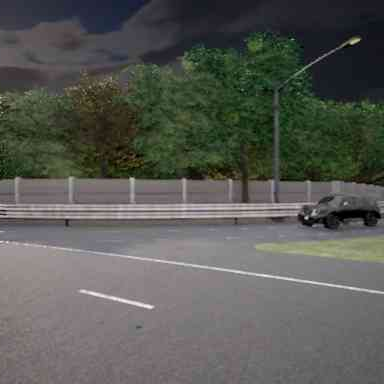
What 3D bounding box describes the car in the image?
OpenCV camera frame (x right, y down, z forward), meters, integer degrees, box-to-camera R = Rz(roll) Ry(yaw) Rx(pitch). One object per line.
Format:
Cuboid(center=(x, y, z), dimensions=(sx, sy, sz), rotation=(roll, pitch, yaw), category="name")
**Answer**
Cuboid(center=(9.237, 1.169, 20.751), dimensions=(5.566, 2.045, 2.150), rotation=(0, 0, -25), category="car")
